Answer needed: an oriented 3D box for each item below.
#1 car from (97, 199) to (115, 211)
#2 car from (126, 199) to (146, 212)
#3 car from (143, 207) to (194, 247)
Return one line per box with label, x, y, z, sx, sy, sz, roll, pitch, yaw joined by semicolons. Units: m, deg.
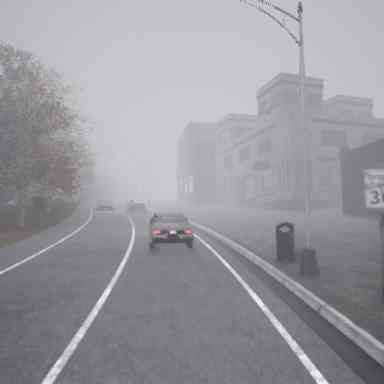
car;-10.389;1.509;39.848;2.033;1.411;5.357;1;0;-17
car;-6.520;1.577;38.744;1.812;1.442;4.674;1;0;-17
car;-1.068;1.596;15.195;2.033;1.411;5.357;1;0;-8
